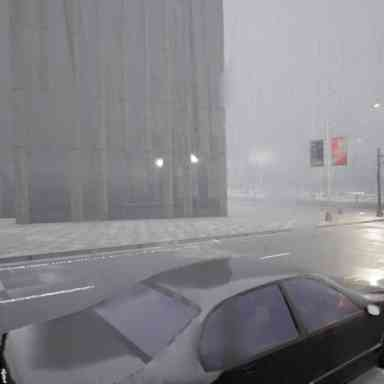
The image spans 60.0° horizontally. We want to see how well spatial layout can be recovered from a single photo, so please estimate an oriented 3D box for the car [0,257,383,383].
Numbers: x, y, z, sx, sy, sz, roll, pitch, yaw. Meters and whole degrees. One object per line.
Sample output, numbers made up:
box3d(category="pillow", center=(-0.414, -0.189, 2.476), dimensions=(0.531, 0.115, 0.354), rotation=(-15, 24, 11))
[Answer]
box3d(category="car", center=(0.680, 1.546, 3.922), dimensions=(5.357, 1.411, 2.033), rotation=(0, 0, -36))
